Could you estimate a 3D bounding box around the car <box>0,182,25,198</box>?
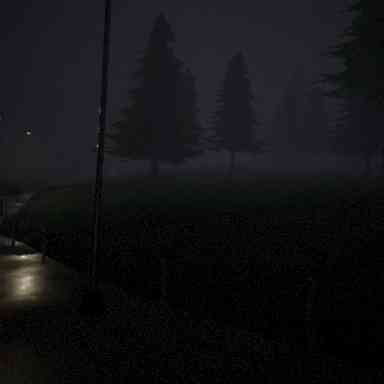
[{"bbox_3d":[-19.754,-0.338,35.749,2.097,1.767,4.553,3,2,-5],"label":"car"}]
